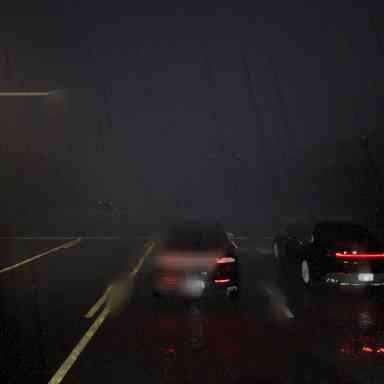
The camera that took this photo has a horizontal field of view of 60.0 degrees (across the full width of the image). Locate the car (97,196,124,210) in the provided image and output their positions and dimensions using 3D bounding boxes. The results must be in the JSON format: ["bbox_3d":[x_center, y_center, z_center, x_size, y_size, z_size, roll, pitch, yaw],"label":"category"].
[{"bbox_3d":[-10.482,1.350,42.201,2.097,1.767,4.553,0,0,0],"label":"car"}]

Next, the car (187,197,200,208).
[{"bbox_3d":[0.228,1.490,49.185,2.128,1.511,4.902,0,0,0],"label":"car"}]

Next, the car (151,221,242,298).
[{"bbox_3d":[0.097,1.491,8.498,2.128,1.511,4.902,0,0,0],"label":"car"}]

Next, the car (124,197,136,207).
[{"bbox_3d":[-10.458,1.524,51.642,1.812,1.442,4.674,0,0,0],"label":"car"}]

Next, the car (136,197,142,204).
[{"bbox_3d":[-10.403,1.562,61.486,1.994,1.385,4.181,0,0,1],"label":"car"}]

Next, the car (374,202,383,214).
[{"bbox_3d":[18.114,1.061,28.293,4.902,1.511,2.128,-5,0,0],"label":"car"}]

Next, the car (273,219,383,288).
[{"bbox_3d":[3.602,1.505,9.261,1.837,1.490,4.892,0,0,1],"label":"car"}]
